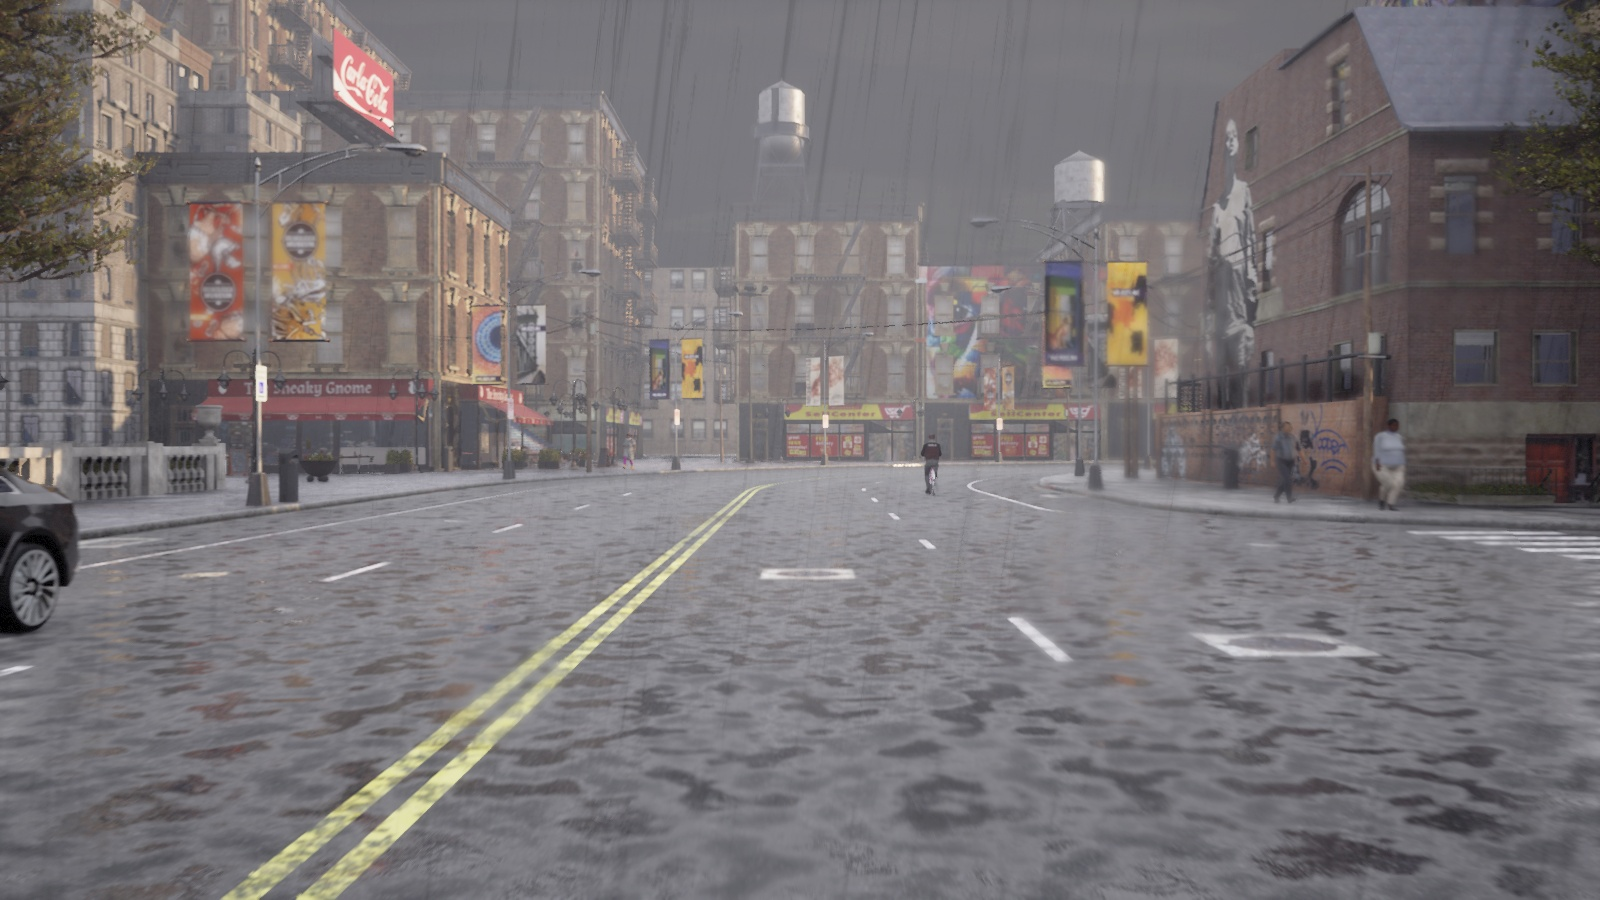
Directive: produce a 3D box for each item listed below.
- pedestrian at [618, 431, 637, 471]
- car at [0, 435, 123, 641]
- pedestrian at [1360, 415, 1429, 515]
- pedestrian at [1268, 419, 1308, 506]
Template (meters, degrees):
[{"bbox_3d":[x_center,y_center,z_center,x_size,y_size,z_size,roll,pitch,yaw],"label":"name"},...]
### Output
[{"bbox_3d":[-8.629,0.047,62.899,0.659,1.952,0.873,0,0,17],"label":"pedestrian"},{"bbox_3d":[-6.942,0.650,8.445,2.128,1.511,4.902,0,0,0],"label":"car"},{"bbox_3d":[11.255,0.280,23.800,0.874,1.855,0.900,0,0,-2],"label":"pedestrian"},{"bbox_3d":[10.472,0.262,26.979,0.540,1.848,0.694,0,0,-5],"label":"pedestrian"}]
